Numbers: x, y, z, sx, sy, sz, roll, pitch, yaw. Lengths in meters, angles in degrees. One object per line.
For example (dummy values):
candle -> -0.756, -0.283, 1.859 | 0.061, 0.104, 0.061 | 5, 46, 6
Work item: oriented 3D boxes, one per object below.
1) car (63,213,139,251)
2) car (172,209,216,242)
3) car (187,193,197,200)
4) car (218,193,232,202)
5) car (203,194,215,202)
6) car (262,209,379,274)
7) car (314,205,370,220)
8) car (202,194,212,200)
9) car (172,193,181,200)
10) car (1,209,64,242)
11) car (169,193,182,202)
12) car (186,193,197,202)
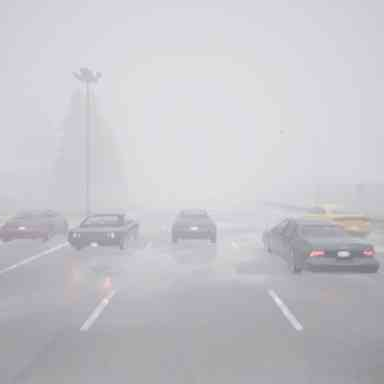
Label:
car -> -3.408, 1.539, 13.835 | 1.895, 1.301, 4.718 | 0, 0, 0
car -> 0.092, 1.493, 15.930 | 1.994, 1.385, 4.181 | 0, 0, 0
car -> -0.014, 1.074, 76.324 | 2.128, 1.511, 4.902 | 0, 0, 0
car -> 6.988, 1.213, 67.984 | 1.812, 1.442, 4.674 | 0, 0, 0
car -> 3.488, 1.178, 66.733 | 1.882, 1.535, 5.008 | 0, 0, 0
car -> 3.587, 1.501, 10.363 | 2.033, 1.411, 5.357 | 0, 0, 0
car -> 7.093, 1.401, 17.001 | 1.882, 1.535, 5.008 | 0, 0, 0
car -> 3.486, 1.089, 76.324 | 2.033, 1.411, 5.357 | 0, 0, 0
car -> -3.514, 1.070, 77.156 | 1.837, 1.490, 4.892 | 0, 0, 0
car -> -7.402, 1.492, 16.002 | 1.994, 1.385, 4.181 | 0, 0, -7
car -> -3.512, 1.301, 67.179 | 1.895, 1.301, 4.718 | 0, 0, 0
car -> -0.012, 1.202, 66.733 | 1.837, 1.490, 4.892 | 0, 0, 0
